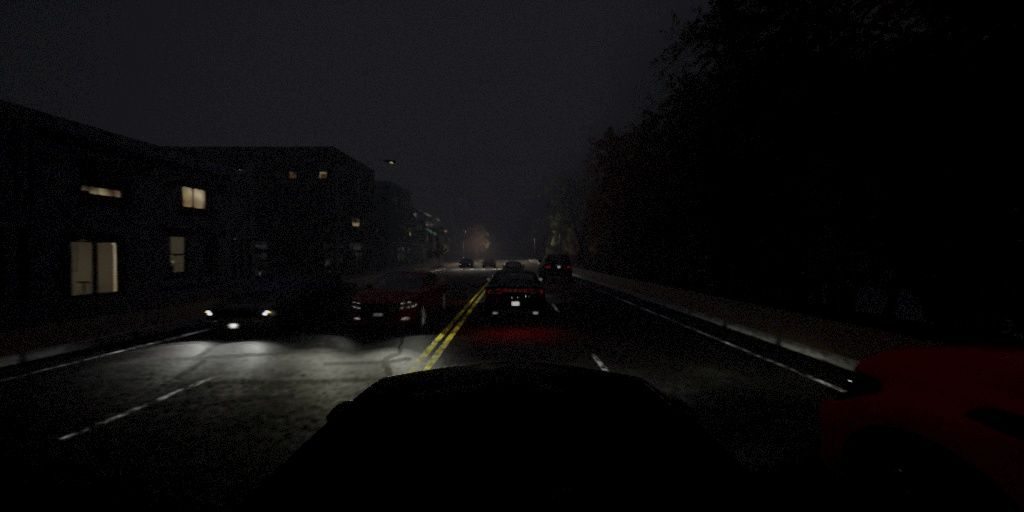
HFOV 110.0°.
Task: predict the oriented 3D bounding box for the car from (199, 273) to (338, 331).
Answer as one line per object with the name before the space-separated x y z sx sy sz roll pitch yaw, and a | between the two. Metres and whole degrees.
car | -6.600 1.261 11.151 2.033 1.411 5.357 0 0 0

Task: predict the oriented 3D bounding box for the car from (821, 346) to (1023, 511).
car | 3.341 0.980 0.216 2.150 2.045 5.566 0 1 0

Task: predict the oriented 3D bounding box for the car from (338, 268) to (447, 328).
car | -3.350 1.190 11.456 1.882 1.535 5.008 0 0 0

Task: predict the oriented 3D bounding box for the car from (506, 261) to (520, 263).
car | 0.103 1.164 30.203 1.812 1.442 4.674 0 0 0

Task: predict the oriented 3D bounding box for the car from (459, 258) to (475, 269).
car | -6.569 1.056 52.342 1.837 1.490 4.892 0 0 0

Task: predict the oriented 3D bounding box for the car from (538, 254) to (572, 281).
car | 3.354 0.868 28.278 2.150 2.045 5.566 0 0 0

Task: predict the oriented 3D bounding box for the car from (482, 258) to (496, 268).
car | -3.319 1.077 52.412 1.812 1.442 4.674 0 0 0

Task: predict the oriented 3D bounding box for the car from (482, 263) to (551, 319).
car | 0.101 1.185 12.602 1.882 1.535 5.008 0 0 0
